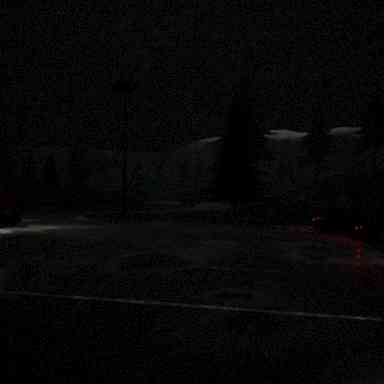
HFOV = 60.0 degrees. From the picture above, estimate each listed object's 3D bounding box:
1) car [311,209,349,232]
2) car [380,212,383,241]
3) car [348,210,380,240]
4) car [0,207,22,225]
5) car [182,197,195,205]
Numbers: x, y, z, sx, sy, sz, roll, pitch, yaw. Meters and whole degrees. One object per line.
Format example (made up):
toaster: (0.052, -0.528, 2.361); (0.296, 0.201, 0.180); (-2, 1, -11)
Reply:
car: (9.677, 1.761, 20.778); (4.181, 1.385, 1.994); (1, 0, 11)
car: (9.278, 1.368, 10.174); (5.566, 2.045, 2.150); (0, 0, 11)
car: (10.872, 1.719, 16.995); (4.674, 1.442, 1.812); (1, 0, 11)
car: (-13.590, 1.419, 21.553); (5.008, 1.535, 1.882); (0, 0, 11)
car: (-0.184, 1.792, 69.036); (2.128, 1.511, 4.902); (1, 0, -41)
